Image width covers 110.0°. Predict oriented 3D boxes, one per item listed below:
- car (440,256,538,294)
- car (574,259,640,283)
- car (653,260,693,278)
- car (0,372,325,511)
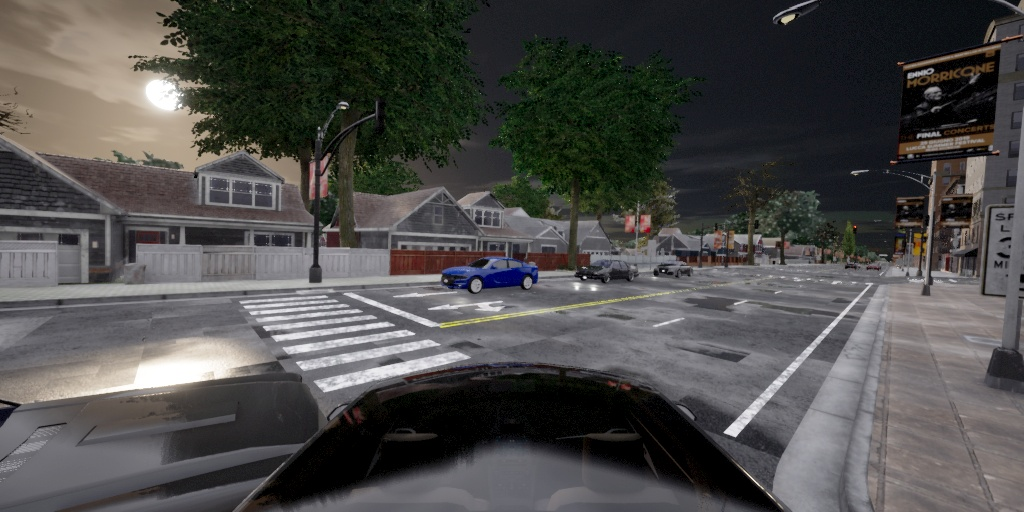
[{"bbox_3d":[-0.915,0.780,16.602,5.008,1.535,1.882,1,2,-43],"label":"car"},{"bbox_3d":[6.344,0.931,23.425,5.357,1.411,2.033,1,2,-43],"label":"car"},{"bbox_3d":[13.634,1.033,30.249,4.181,1.385,1.994,1,2,-44],"label":"car"},{"bbox_3d":[-3.317,1.272,1.449,4.718,1.301,1.895,1,2,-33],"label":"car"}]
